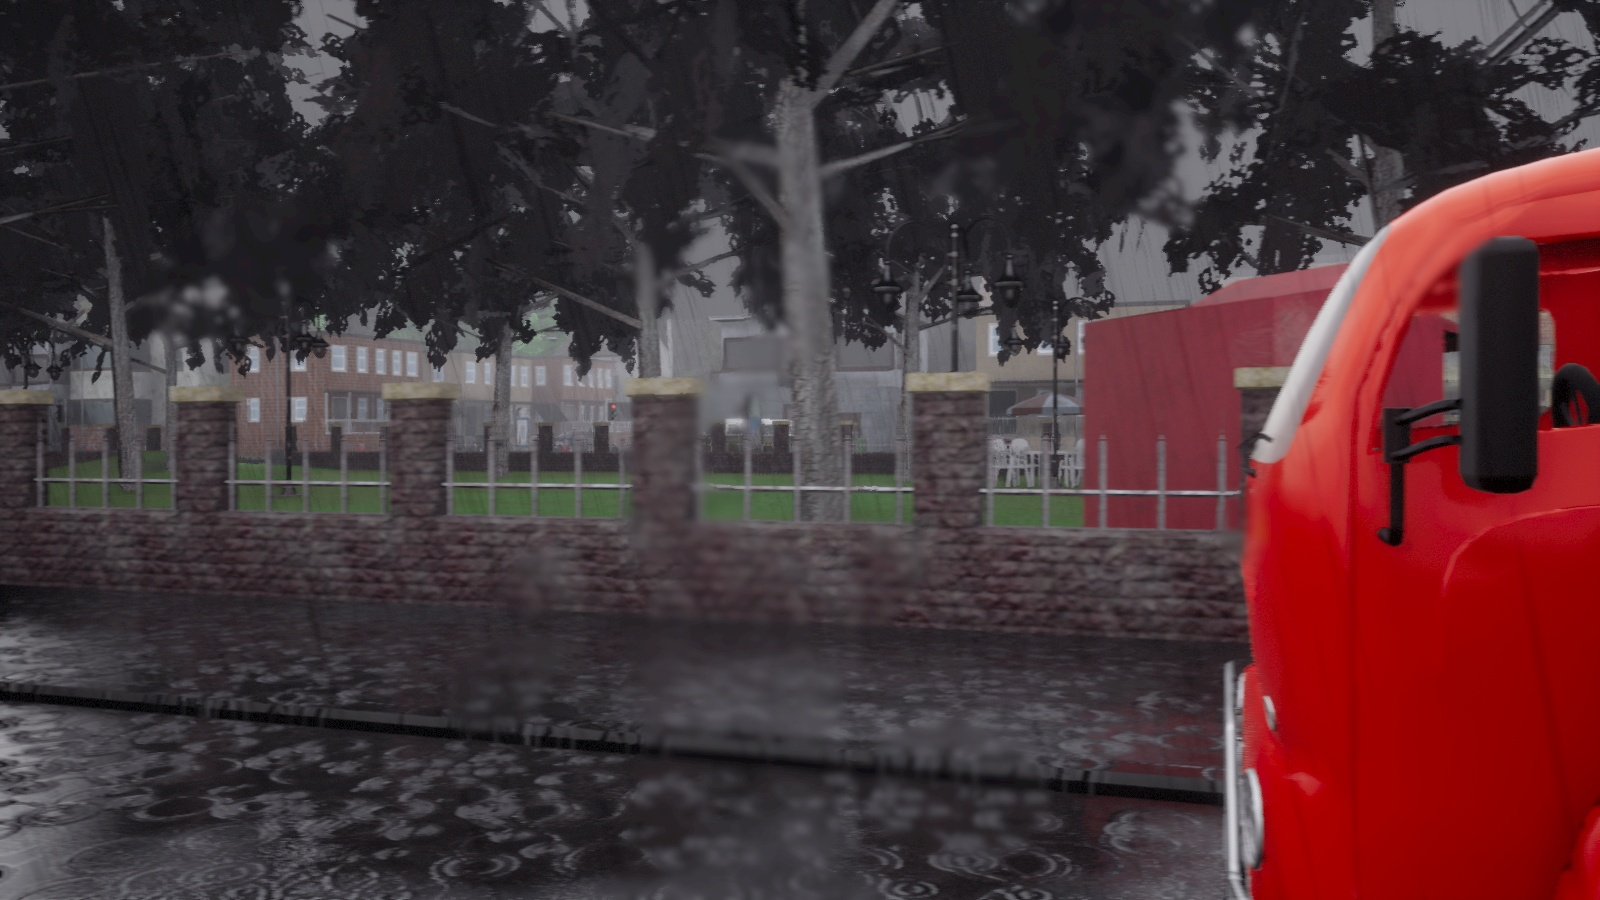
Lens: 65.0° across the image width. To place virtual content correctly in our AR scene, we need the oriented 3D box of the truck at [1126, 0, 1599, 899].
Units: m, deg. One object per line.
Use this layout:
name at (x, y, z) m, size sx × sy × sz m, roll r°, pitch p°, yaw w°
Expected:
truck at (3.443, 0.312, 2.556) m, size 5.204 × 2.467 × 2.627 m, roll 1°, pitch 1°, yaw 19°

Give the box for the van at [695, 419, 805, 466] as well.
van at (-2.237, -0.360, 56.413) m, size 4.480 × 2.038 × 2.069 m, roll 1°, pitch 1°, yaw 19°

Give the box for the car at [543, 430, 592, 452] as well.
car at (-16.265, -0.626, 87.995) m, size 1.845 × 1.501 × 3.633 m, roll 1°, pitch 1°, yaw 19°

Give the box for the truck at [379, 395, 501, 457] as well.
truck at (-21.011, -1.415, 73.906) m, size 2.891 × 3.462 × 7.936 m, roll 1°, pitch 1°, yaw 19°
